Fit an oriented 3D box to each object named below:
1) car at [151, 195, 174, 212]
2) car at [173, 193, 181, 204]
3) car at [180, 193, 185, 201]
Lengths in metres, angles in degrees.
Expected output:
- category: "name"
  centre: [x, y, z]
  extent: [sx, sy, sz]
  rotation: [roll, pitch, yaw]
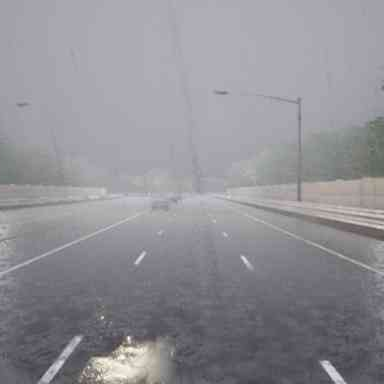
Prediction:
- category: "car"
  centre: [-3.504, 1.400, 37.800]
  extent: [2.128, 1.511, 4.902]
  rotation: [0, 0, 0]
- category: "car"
  centre: [-3.506, 1.446, 62.407]
  extent: [1.837, 1.490, 4.892]
  rotation: [0, 0, 0]
- category: "car"
  centre: [-3.508, 1.152, 81.154]
  extent: [2.150, 2.045, 5.566]
  rotation: [0, 0, 0]
